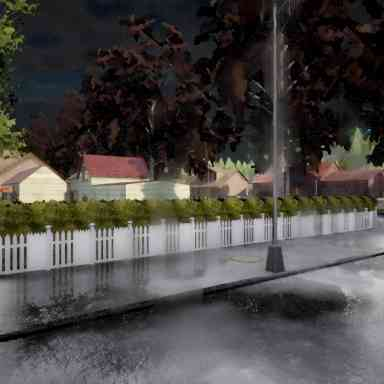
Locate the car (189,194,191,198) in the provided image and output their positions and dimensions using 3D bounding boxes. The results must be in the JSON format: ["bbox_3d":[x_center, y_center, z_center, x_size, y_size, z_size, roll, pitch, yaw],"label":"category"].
[{"bbox_3d":[-2.188,1.221,57.477,2.150,2.045,5.566,0,0,-35],"label":"car"}]
